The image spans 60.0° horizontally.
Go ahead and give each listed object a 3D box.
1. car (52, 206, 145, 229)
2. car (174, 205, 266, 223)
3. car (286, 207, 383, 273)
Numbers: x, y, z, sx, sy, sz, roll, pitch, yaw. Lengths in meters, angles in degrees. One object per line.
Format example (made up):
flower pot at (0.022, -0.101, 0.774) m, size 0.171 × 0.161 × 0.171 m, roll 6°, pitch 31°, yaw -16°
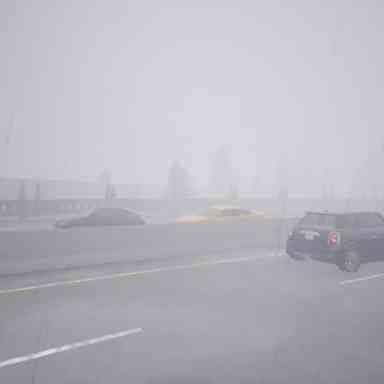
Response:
car at (-4.746, 1.468, 17.339) m, size 4.674 × 1.442 × 1.812 m, roll 0°, pitch 0°, yaw -31°
car at (1.488, 1.448, 16.905) m, size 5.008 × 1.535 × 1.882 m, roll 0°, pitch 0°, yaw -28°
car at (5.290, 1.345, 10.761) m, size 4.553 × 1.767 × 2.097 m, roll 0°, pitch 0°, yaw -29°
